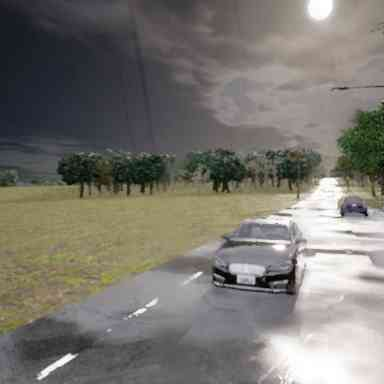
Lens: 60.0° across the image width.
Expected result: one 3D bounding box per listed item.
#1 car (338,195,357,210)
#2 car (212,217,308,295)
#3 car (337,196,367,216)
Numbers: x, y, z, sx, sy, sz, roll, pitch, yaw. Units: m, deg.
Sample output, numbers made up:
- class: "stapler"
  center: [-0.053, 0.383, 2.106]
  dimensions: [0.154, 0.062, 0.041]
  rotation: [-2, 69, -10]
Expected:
- class: "car"
  center: [18.944, 1.237, 40.775]
  dimensions: [1.882, 1.535, 5.008]
  rotation: [0, 1, 23]
- class: "car"
  center: [2.007, 1.473, 8.895]
  dimensions: [2.128, 1.511, 4.902]
  rotation: [0, 0, 22]
- class: "car"
  center: [14.855, 1.193, 30.771]
  dimensions: [2.097, 1.767, 4.553]
  rotation: [0, 0, 22]
